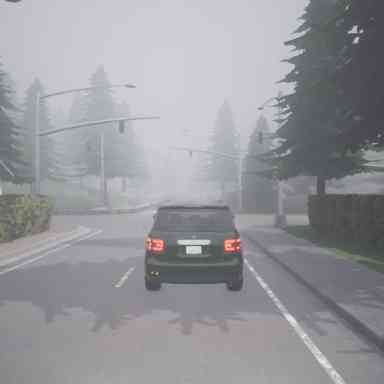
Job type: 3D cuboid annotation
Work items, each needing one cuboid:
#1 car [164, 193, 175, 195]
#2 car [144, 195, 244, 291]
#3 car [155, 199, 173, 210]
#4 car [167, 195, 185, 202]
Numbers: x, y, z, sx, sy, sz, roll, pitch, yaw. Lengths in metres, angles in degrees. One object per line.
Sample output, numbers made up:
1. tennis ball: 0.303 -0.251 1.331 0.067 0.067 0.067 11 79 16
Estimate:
1. car: -3.652 1.221 54.352 2.150 2.045 5.566 0 0 -1
2. car: 0.052 1.221 9.156 2.150 2.045 5.566 0 0 0
3. car: -3.649 1.601 43.987 1.895 1.301 4.718 0 0 0
4. car: -3.628 1.524 74.105 1.812 1.442 4.674 0 0 -35
